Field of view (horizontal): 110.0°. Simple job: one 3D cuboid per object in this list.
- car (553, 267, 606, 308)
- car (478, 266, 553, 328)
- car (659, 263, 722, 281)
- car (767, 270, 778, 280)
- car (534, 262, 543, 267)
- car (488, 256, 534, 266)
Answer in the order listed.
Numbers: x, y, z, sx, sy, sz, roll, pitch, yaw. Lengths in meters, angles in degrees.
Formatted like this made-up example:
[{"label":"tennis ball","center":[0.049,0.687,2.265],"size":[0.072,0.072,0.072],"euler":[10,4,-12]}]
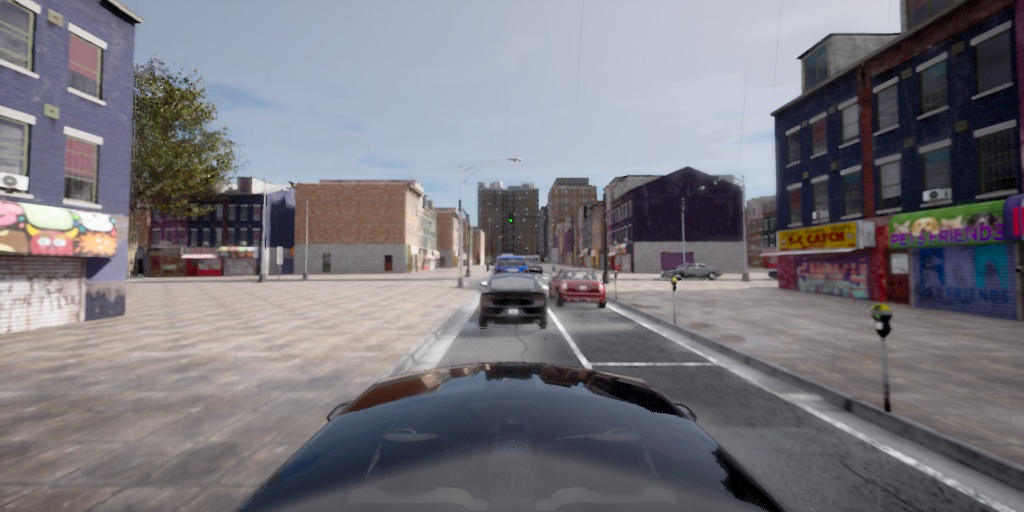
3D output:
[{"label":"car","center":[2.641,1.220,15.363],"size":[1.967,1.591,4.097],"euler":[0,0,0]},{"label":"car","center":[0.023,1.248,11.519],"size":[1.882,1.535,5.008],"euler":[0,0,0]},{"label":"car","center":[14.992,1.337,30.193],"size":[4.902,1.511,2.128],"euler":[0,-2,0]},{"label":"car","center":[24.313,1.442,30.125],"size":[4.718,1.301,1.895],"euler":[0,-2,0]},{"label":"car","center":[2.642,1.462,42.107],"size":[1.948,1.339,4.313],"euler":[0,0,0]},{"label":"car","center":[-0.272,0.998,22.959],"size":[2.150,2.045,5.566],"euler":[0,1,-6]}]
